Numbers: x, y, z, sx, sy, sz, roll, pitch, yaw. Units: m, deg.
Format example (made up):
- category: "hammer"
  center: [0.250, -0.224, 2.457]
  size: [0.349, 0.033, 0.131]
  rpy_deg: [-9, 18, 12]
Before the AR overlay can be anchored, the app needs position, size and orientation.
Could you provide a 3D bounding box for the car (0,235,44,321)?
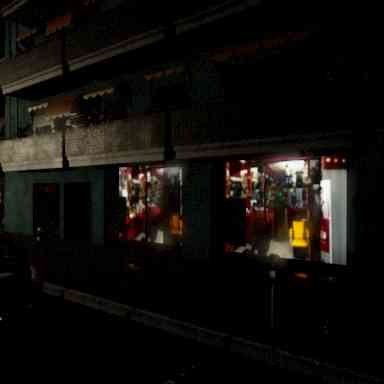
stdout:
- category: "car"
  center: [-4.612, 1.439, 6.175]
  size: [4.097, 1.590, 1.967]
  rpy_deg: [0, 0, 36]
